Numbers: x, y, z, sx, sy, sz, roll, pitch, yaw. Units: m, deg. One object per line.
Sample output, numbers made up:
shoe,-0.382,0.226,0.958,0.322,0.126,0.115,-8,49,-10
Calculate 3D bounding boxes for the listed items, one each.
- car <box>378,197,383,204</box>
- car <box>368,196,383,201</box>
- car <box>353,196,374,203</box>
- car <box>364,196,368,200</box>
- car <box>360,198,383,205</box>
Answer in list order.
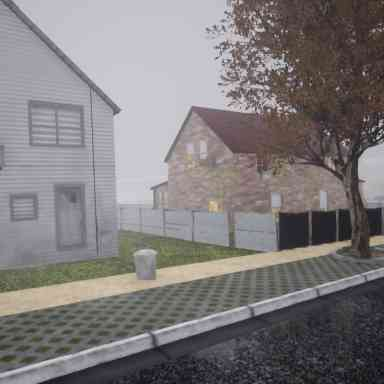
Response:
car,38.469,1.656,64.920,1.994,1.385,4.181,-2,0,0
car,28.476,1.540,48.224,2.150,2.045,5.566,-2,0,0
car,38.553,1.608,74.934,2.128,1.511,4.902,-2,0,0
car,31.946,1.813,61.900,2.128,1.511,4.902,-2,0,0
car,35.226,1.819,65.298,1.895,1.301,4.718,-2,0,0
